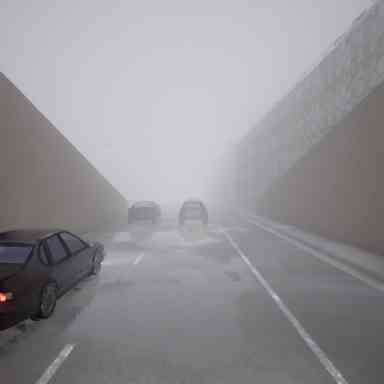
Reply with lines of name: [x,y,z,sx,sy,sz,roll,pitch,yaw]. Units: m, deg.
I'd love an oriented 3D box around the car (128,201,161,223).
car: [-3.398,1.384,24.426,1.882,1.535,5.008,0,0,0]

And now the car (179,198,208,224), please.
car: [0.102,1.339,23.688,2.033,1.649,4.856,0,0,0]

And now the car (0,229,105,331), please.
car: [-3.405,1.519,7.164,2.033,1.411,5.357,0,0,0]

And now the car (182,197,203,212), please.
car: [0.082,1.362,37.083,2.163,1.488,4.792,0,0,0]
